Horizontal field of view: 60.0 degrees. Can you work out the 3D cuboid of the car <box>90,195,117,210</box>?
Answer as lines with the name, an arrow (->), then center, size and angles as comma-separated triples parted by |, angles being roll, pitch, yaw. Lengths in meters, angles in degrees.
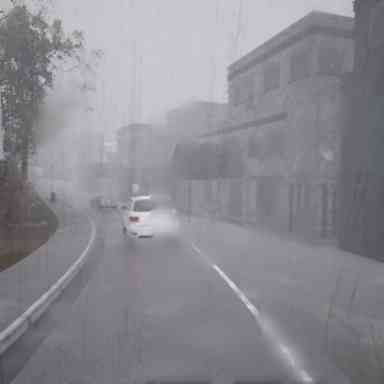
car -> -8.983, 0.998, 33.590 | 2.033, 1.411, 5.357 | -2, 3, -27

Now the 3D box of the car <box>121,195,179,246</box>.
car -> -2.054, 1.178, 15.516 | 2.150, 2.045, 5.566 | -1, 1, -13
